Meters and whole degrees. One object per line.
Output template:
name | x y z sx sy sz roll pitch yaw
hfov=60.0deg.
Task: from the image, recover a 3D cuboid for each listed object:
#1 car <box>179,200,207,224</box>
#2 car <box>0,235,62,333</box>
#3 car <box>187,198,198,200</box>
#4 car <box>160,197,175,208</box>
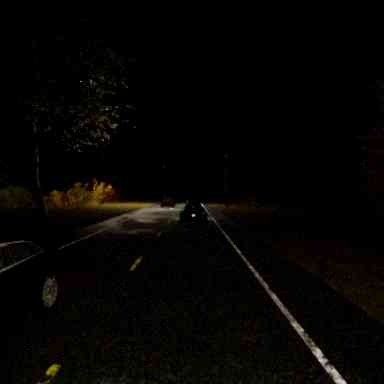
car | 0.102 1.554 24.632 1.994 1.385 4.181 0 0 0
car | -3.600 1.489 4.963 2.128 1.511 4.902 0 0 0
car | 0.103 1.495 41.839 1.837 1.490 4.892 0 0 0
car | -3.495 1.481 48.298 1.882 1.535 5.008 0 0 0
